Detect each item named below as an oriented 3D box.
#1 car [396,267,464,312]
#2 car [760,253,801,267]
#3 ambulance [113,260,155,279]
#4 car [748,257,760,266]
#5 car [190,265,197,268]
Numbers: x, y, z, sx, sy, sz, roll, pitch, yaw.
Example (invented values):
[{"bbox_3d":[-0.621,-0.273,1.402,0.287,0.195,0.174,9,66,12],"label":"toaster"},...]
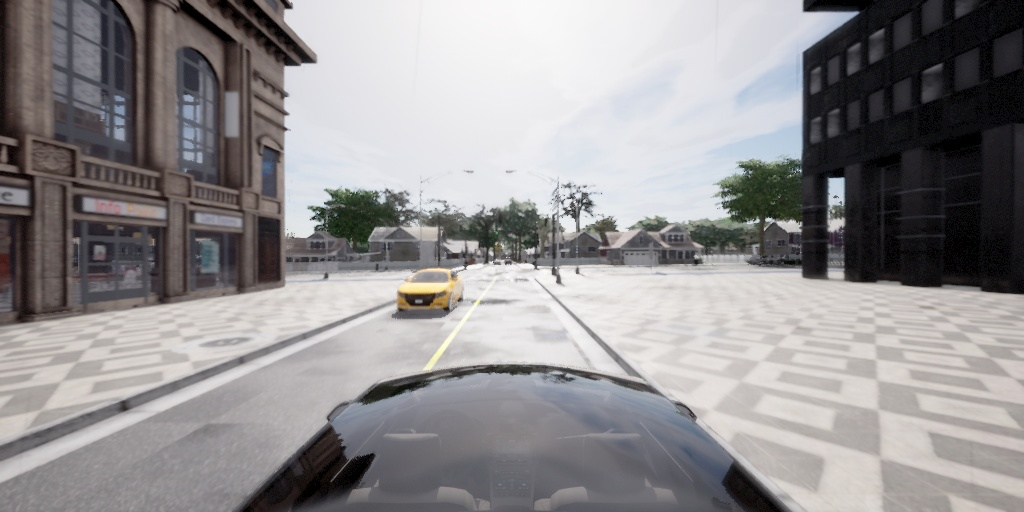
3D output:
[{"bbox_3d":[-3.097,1.240,14.428,1.882,1.535,5.008,0,0,0],"label":"car"},{"bbox_3d":[35.644,0.478,46.593,4.553,1.767,2.097,-1,0,0],"label":"car"},{"bbox_3d":[-40.060,1.618,39.553,6.366,2.431,2.351,-1,0,0],"label":"ambulance"},{"bbox_3d":[35.480,0.620,49.834,4.892,1.490,1.837,-1,0,0],"label":"car"},{"bbox_3d":[-38.658,1.902,42.744,4.553,1.767,2.097,-1,0,0],"label":"car"}]
